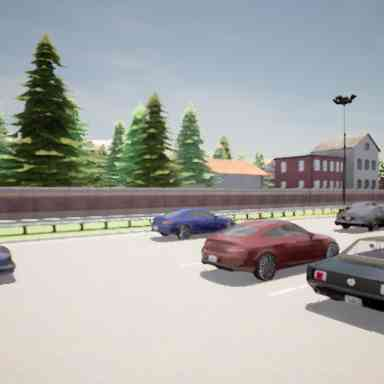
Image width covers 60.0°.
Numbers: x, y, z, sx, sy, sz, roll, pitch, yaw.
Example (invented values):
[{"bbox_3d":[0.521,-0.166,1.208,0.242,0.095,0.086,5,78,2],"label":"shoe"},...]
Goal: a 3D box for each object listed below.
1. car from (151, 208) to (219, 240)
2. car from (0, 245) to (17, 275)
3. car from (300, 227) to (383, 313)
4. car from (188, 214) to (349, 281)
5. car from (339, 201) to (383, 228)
[{"bbox_3d":[0.194,1.510,16.779,4.674,1.442,1.812,0,0,-35],"label":"car"},{"bbox_3d":[-6.978,1.550,7.368,5.357,1.411,2.033,0,0,-35],"label":"car"},{"bbox_3d":[4.598,1.588,7.024,4.718,1.301,1.895,0,0,-35],"label":"car"},{"bbox_3d":[2.397,1.514,9.753,4.674,1.442,1.812,0,0,-35],"label":"car"},{"bbox_3d":[10.735,1.515,19.996,5.357,1.411,2.033,0,0,-35],"label":"car"}]
